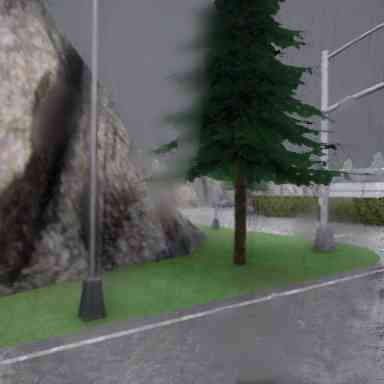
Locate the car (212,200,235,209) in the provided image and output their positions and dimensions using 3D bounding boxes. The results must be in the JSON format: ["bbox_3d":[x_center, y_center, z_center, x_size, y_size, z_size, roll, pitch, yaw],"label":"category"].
[{"bbox_3d":[5.681,1.907,53.206,5.357,1.411,2.033,1,0,-39],"label":"car"}]
